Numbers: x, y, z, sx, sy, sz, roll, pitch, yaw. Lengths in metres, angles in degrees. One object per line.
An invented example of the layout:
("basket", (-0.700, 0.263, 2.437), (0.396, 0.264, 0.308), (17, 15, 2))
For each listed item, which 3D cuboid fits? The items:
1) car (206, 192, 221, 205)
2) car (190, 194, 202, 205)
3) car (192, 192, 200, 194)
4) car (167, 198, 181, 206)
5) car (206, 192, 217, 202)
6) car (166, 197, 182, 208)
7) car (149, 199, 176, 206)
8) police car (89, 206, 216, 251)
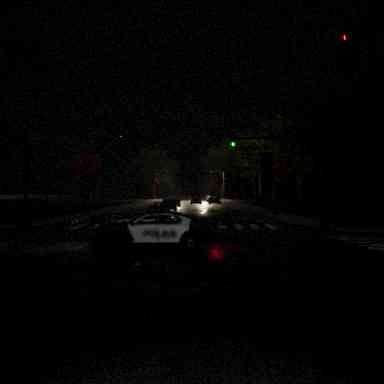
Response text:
("car", (3.981, 1.378, 59.992), (2.097, 1.767, 4.553), (0, 0, 0))
("car", (0.732, 1.594, 60.043), (1.994, 1.385, 4.181), (0, 0, 0))
("car", (0.795, 1.090, 70.081), (2.150, 2.045, 5.566), (0, 0, 0))
("car", (-2.737, 1.521, 39.722), (2.128, 1.511, 4.902), (0, 0, 0))
("car", (4.045, 1.086, 70.060), (2.150, 2.045, 5.566), (0, 0, 0))
("car", (-2.649, 1.580, 50.347), (2.033, 1.411, 5.357), (0, 0, 1))
("car", (-2.796, 1.590, 29.374), (1.994, 1.385, 4.181), (0, 0, 1))
("police car", (-1.532, 1.504, 13.542), (4.974, 1.542, 2.038), (0, -1, 1))
